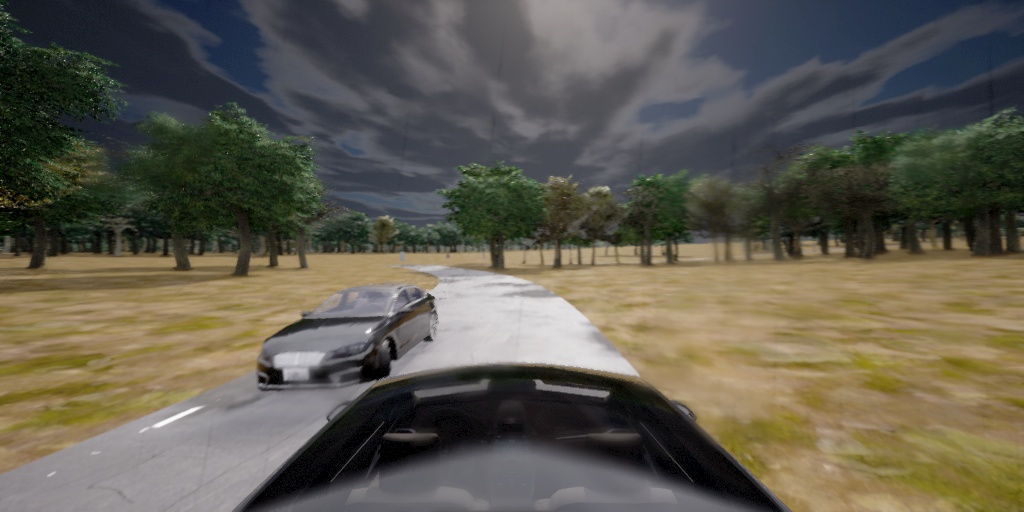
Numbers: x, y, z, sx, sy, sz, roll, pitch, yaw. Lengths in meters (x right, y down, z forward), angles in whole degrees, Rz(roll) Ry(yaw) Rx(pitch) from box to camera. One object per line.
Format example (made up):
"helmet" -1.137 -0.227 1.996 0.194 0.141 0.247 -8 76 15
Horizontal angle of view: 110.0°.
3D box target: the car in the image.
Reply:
"car" -2.863 1.359 7.366 2.128 1.511 4.902 -2 0 3
